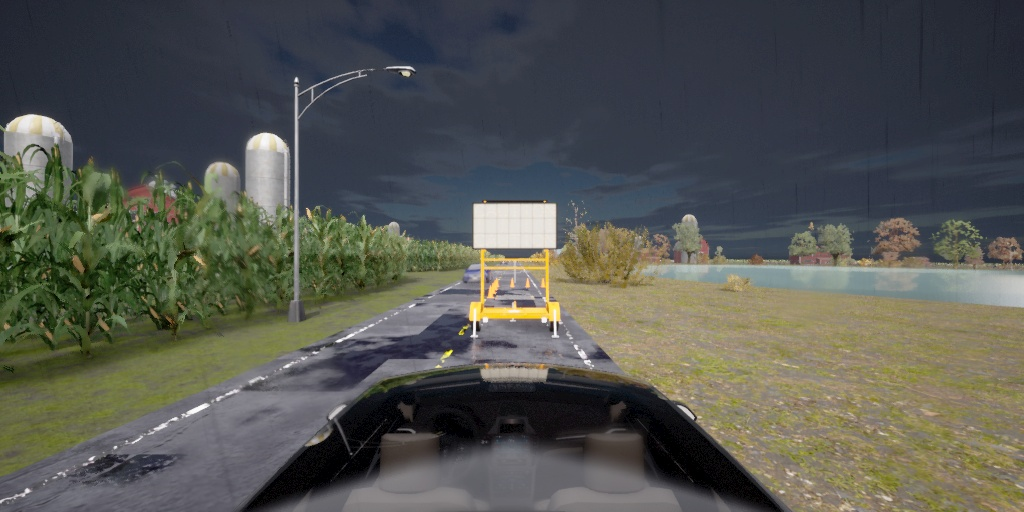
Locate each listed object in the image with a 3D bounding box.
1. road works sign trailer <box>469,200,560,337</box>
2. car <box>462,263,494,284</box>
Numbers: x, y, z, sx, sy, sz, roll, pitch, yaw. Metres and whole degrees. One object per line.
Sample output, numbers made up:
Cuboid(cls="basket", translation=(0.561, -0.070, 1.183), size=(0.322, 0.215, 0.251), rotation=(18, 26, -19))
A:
Cuboid(cls="road works sign trailer", translation=(0.081, 0.217, 10.239), size=(2.380, 3.560, 2.880), rotation=(0, 0, 0))
Cuboid(cls="car", translation=(-2.529, 1.298, 27.087), size=(1.812, 1.442, 4.674), rotation=(0, 0, 0))
